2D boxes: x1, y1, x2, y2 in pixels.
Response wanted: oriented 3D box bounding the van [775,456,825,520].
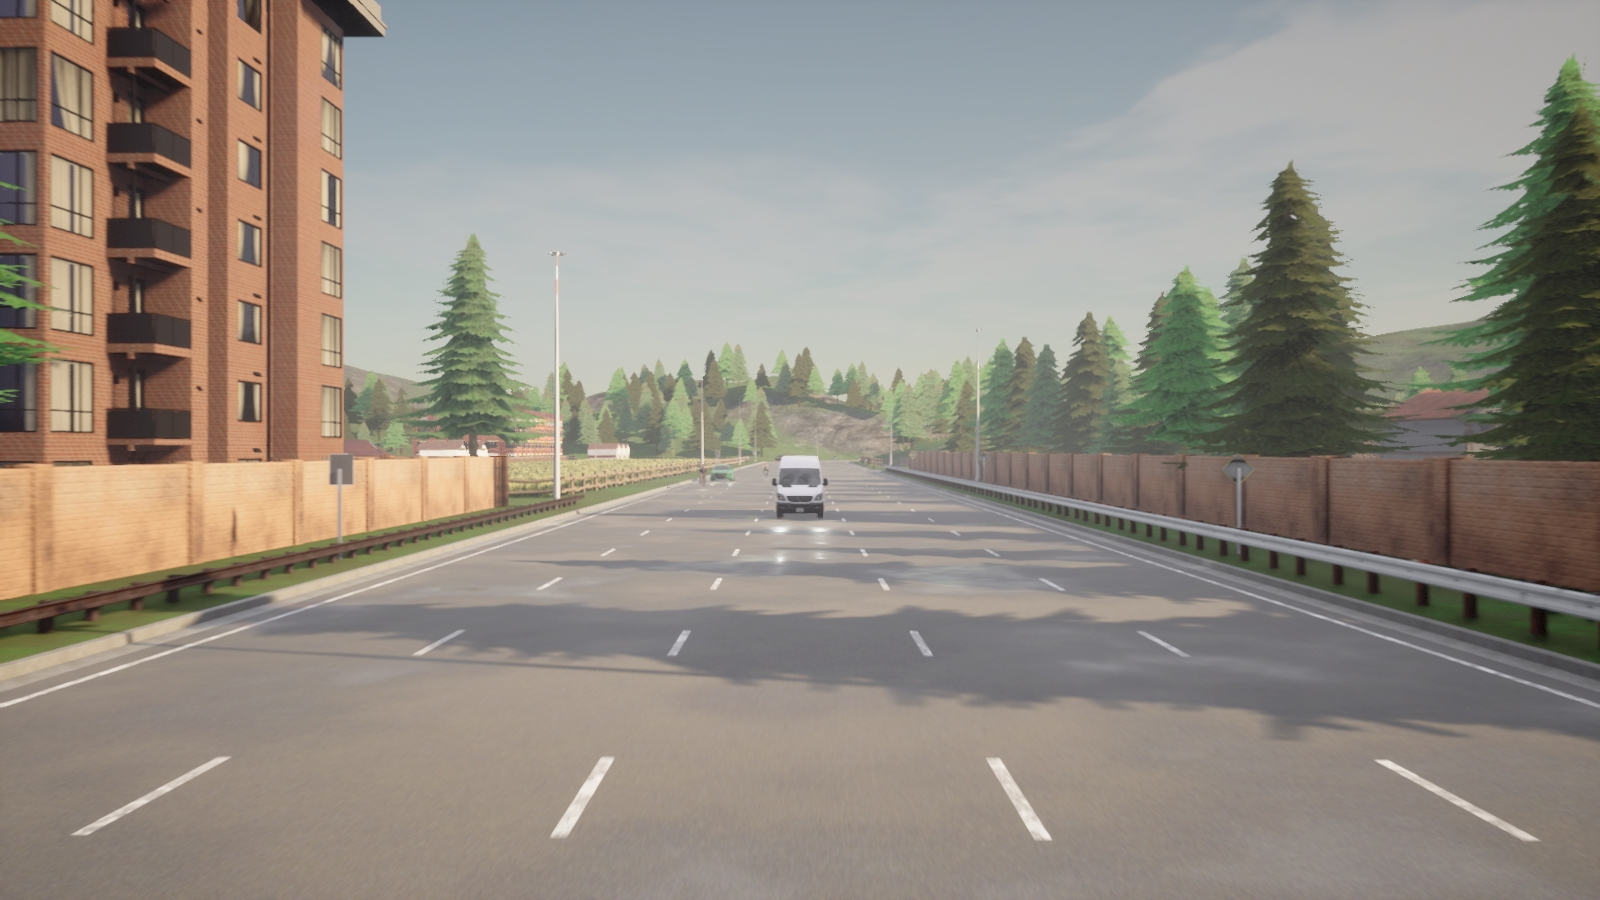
[{"bbox_3d":[0.001,1.534,48.758,1.988,2.561,5.915,0,0,0],"label":"van"}]
